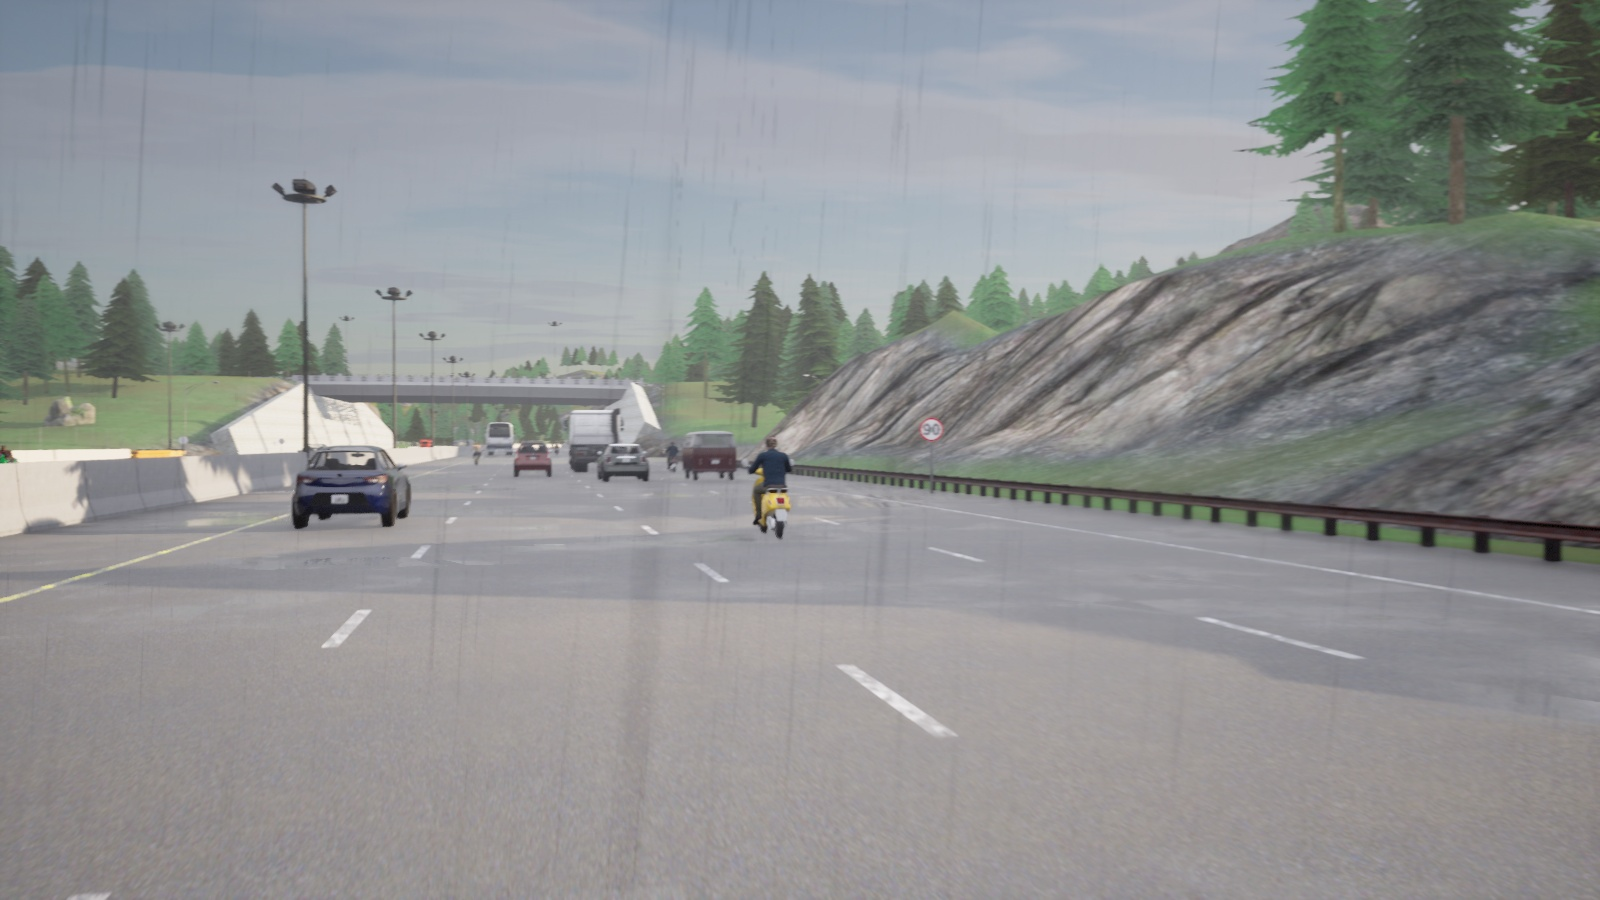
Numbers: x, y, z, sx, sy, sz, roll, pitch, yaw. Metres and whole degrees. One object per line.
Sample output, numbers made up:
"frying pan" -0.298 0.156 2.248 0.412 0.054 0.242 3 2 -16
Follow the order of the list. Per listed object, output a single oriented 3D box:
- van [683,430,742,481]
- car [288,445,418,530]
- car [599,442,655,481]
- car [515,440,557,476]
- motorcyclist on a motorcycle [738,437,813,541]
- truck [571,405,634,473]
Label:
"van" -3.636 0.208 51.570 1.775 1.987 4.442 0 0 -12
"car" -8.423 0.637 23.979 1.816 1.474 4.193 0 0 -12
"car" -7.009 0.436 50.609 1.970 1.475 3.806 0 0 -12
"car" -12.378 0.331 58.894 1.851 1.617 3.988 0 0 -12
"motorcyclist on a motorcycle" -0.416 0.587 20.060 0.866 1.590 1.817 0 0 -12
"truck" -10.819 -0.605 68.250 2.891 3.462 7.936 0 0 -12
